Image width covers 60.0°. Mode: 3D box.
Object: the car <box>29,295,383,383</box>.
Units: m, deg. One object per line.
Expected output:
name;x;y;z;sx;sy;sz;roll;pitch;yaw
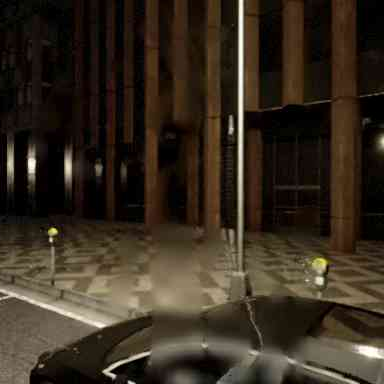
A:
car;0.521;1.561;2.592;4.313;1.339;1.947;0;0;35
